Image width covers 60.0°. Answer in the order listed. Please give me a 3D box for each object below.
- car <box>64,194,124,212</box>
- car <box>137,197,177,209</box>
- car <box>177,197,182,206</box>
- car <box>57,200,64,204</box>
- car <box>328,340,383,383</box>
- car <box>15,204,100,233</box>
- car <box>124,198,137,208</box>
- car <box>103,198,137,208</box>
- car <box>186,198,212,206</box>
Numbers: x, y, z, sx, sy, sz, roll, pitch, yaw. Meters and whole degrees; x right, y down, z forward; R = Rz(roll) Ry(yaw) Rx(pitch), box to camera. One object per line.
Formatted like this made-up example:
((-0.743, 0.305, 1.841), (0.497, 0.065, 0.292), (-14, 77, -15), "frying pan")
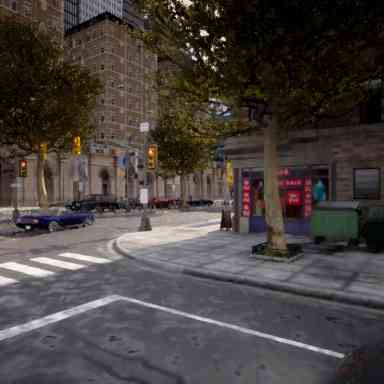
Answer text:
((-10.501, 1.221, 36.206), (2.150, 2.045, 5.566), (0, 0, 36), "car")
((-4.602, 1.478, 44.403), (1.882, 1.535, 5.008), (0, 0, 36), "car")
((-2.283, 1.564, 53.607), (1.994, 1.385, 4.181), (0, 0, 36), "car")
((-13.767, 1.547, 37.656), (2.033, 1.411, 5.357), (0, 0, 36), "car")
((3.139, 1.543, 1.472), (4.892, 1.490, 1.837), (-1, 0, 37), "car")
((-7.953, 1.601, 19.974), (1.895, 1.301, 4.718), (0, 0, 22), "car")
((-8.147, 1.526, 45.449), (1.812, 1.442, 4.674), (0, 0, 36), "car")
((-10.282, 1.595, 47.897), (1.895, 1.301, 4.718), (0, 0, 36), "car")
((1.411, 1.601, 52.743), (1.895, 1.301, 4.718), (0, 0, 36), "car")
